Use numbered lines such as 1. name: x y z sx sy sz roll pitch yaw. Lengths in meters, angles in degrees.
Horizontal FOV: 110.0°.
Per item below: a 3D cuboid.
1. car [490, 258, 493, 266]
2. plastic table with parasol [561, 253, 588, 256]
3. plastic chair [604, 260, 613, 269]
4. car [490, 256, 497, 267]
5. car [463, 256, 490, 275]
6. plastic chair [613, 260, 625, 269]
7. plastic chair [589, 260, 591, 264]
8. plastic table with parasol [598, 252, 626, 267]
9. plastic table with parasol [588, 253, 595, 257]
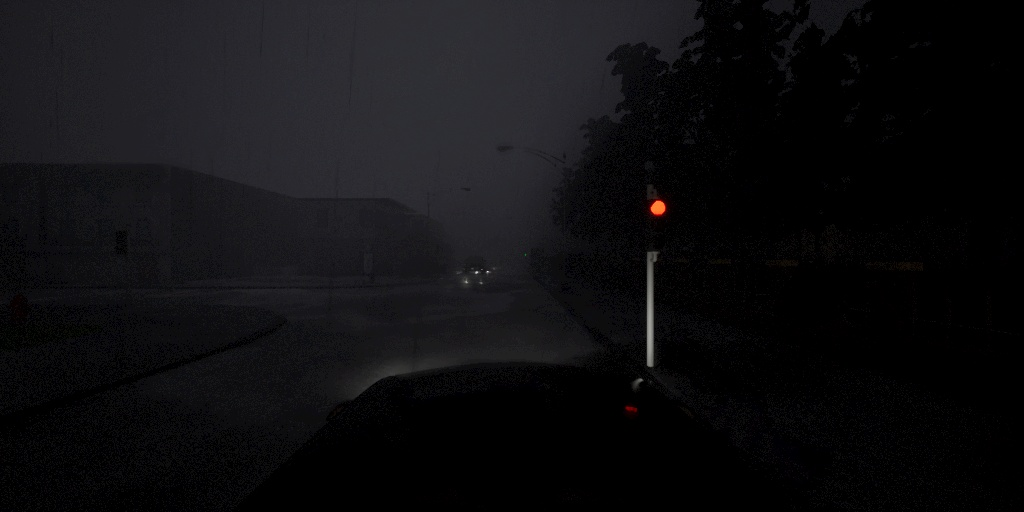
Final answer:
1. car: -4.056 1.351 50.331 1.895 1.301 4.718 0 0 0
2. plastic table with parasol: 10.016 0.684 57.837 2.482 2.480 2.482 0 0 -40
3. plastic chair: 14.359 1.306 54.193 0.730 1.272 0.750 0 0 -35
4. car: -3.970 0.975 65.345 2.150 2.045 5.566 0 0 1
5. car: -4.070 0.971 40.154 2.150 2.045 5.566 0 0 0
6. plastic chair: 16.066 1.296 54.095 0.750 1.272 0.730 0 0 -40
7. plastic chair: 13.765 1.304 62.421 0.730 1.272 0.750 0 0 -35
8. plastic table with parasol: 15.334 0.694 55.094 2.482 2.480 2.482 0 0 -40
9. plastic table with parasol: 14.718 0.673 63.308 2.482 2.480 2.482 0 0 -42
